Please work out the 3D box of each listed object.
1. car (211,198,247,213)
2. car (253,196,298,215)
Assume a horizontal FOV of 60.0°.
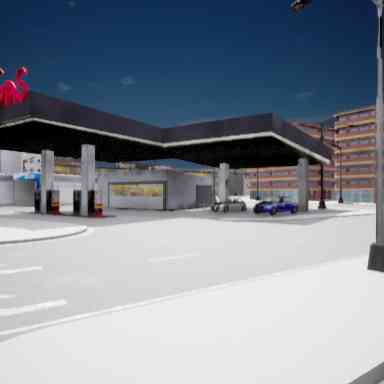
[{"bbox_3d":[3.932,1.411,35.484,3.806,1.475,1.970,0,0,-35],"label":"car"},{"bbox_3d":[7.889,1.251,31.250,4.611,1.667,2.242,0,0,-35],"label":"car"}]
